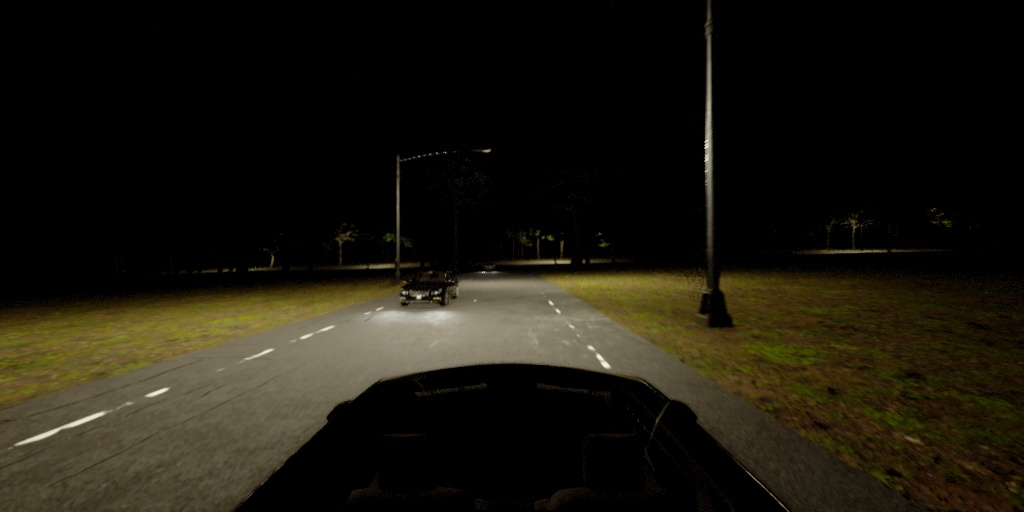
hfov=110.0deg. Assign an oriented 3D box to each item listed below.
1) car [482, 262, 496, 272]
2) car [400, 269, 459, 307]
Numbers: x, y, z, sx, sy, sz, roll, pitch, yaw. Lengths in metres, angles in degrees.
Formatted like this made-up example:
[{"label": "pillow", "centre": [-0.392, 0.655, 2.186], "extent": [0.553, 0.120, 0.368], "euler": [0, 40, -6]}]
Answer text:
[{"label": "car", "centre": [-3.542, 1.734, 56.648], "extent": [1.812, 1.442, 4.674], "euler": [0, 0, 0]}, {"label": "car", "centre": [-3.597, 1.371, 16.276], "extent": [1.837, 1.490, 4.892], "euler": [0, 0, 0]}]
